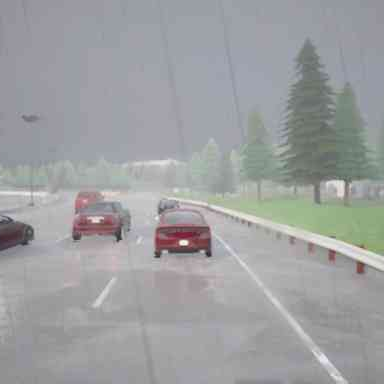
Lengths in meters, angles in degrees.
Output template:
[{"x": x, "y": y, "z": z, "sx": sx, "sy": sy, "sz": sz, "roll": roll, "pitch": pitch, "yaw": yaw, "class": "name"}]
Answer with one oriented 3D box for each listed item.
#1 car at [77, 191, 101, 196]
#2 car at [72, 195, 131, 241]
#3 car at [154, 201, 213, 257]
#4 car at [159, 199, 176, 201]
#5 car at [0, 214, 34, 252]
[{"x": -9.371, "y": 0.916, "z": 30.855, "sx": 2.150, "sy": 2.045, "sz": 5.566, "roll": 0, "pitch": 1, "yaw": -8, "class": "car"}, {"x": -4.141, "y": 1.192, "z": 15.876, "sx": 2.097, "sy": 1.767, "sz": 4.553, "roll": 0, "pitch": 1, "yaw": -4, "class": "car"}, {"x": -0.386, "y": 1.340, "z": 12.448, "sx": 1.882, "sy": 1.535, "sz": 5.008, "roll": 0, "pitch": 1, "yaw": -3, "class": "car"}, {"x": -2.245, "y": 1.271, "z": 30.466, "sx": 1.895, "sy": 1.301, "sz": 4.718, "roll": 0, "pitch": 1, "yaw": -8, "class": "car"}, {"x": -7.371, "y": 1.461, "z": 11.914, "sx": 1.994, "sy": 1.385, "sz": 4.181, "roll": 0, "pitch": 1, "yaw": -3, "class": "car"}]
